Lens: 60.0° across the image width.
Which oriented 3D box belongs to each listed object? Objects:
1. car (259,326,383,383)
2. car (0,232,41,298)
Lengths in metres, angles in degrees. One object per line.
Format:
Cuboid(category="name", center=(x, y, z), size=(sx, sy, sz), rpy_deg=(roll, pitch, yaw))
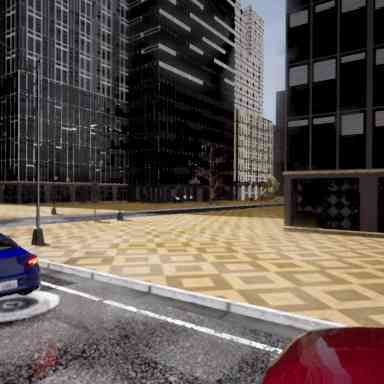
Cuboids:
Cuboid(category="car", center=(2.419, 1.564, 1.950), size=(4.181, 1.385, 1.994), rpy_deg=(0, 0, 35))
Cuboid(category="car", center=(-5.179, 1.521, 7.384), size=(4.674, 1.442, 1.812), rpy_deg=(0, 0, 36))
